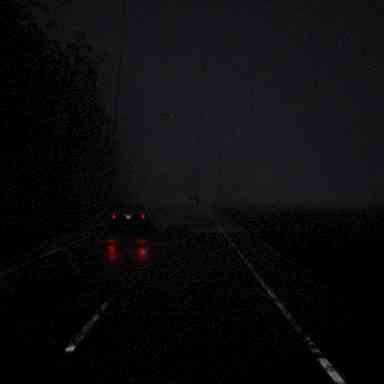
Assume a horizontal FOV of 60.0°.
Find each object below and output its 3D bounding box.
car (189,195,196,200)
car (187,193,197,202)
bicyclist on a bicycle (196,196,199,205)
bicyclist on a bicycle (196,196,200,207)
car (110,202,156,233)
[{"bbox_3d":[0.028,1.461,88.209,1.812,1.442,4.674,0,0,0],"label":"car"},{"bbox_3d":[0.026,1.302,76.497,2.150,2.045,5.566,0,0,0],"label":"car"},{"bbox_3d":[0.981,1.512,59.794,0.582,1.620,1.656,0,0,0],"label":"bicyclist on a bicycle"},{"bbox_3d":[0.980,1.421,51.009,0.659,1.776,1.843,0,0,0],"label":"bicyclist on a bicycle"},{"bbox_3d":[-3.394,1.371,19.805,2.097,1.767,4.553,0,0,0],"label":"car"}]
